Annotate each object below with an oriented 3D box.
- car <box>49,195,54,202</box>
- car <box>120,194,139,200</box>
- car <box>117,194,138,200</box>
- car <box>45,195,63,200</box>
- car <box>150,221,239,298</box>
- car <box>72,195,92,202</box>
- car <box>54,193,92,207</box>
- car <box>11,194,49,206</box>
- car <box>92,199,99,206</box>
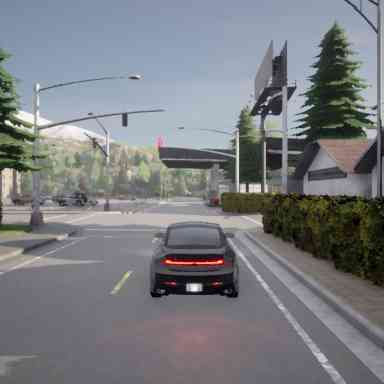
[{"bbox_3d":[-24.005,1.298,62.653,4.514,1.523,2.007,0,0,0],"label":"car"},{"bbox_3d":[-16.481,1.339,87.671,4.514,1.523,2.007,0,0,0],"label":"car"},{"bbox_3d":[-16.411,1.330,84.534,5.027,1.636,2.152,0,0,0],"label":"car"},{"bbox_3d":[-35.077,1.384,84.577,3.806,1.475,1.970,0,0,0],"label":"car"},{"bbox_3d":[0.061,1.505,8.527,1.837,1.490,4.892,0,0,0],"label":"car"},{"bbox_3d":[-24.018,1.319,72.646,3.633,1.501,1.845,0,0,0],"label":"car"},{"bbox_3d":[-16.760,1.077,46.950,3.866,1.878,1.905,0,0,0],"label":"car"},{"bbox_3d":[-24.646,1.097,50.192,4.605,1.855,1.932,0,0,0],"label":"car"},{"bbox_3d":[-16.167,1.361,50.278,3.806,1.475,1.970,0,0,0],"label":"car"}]
